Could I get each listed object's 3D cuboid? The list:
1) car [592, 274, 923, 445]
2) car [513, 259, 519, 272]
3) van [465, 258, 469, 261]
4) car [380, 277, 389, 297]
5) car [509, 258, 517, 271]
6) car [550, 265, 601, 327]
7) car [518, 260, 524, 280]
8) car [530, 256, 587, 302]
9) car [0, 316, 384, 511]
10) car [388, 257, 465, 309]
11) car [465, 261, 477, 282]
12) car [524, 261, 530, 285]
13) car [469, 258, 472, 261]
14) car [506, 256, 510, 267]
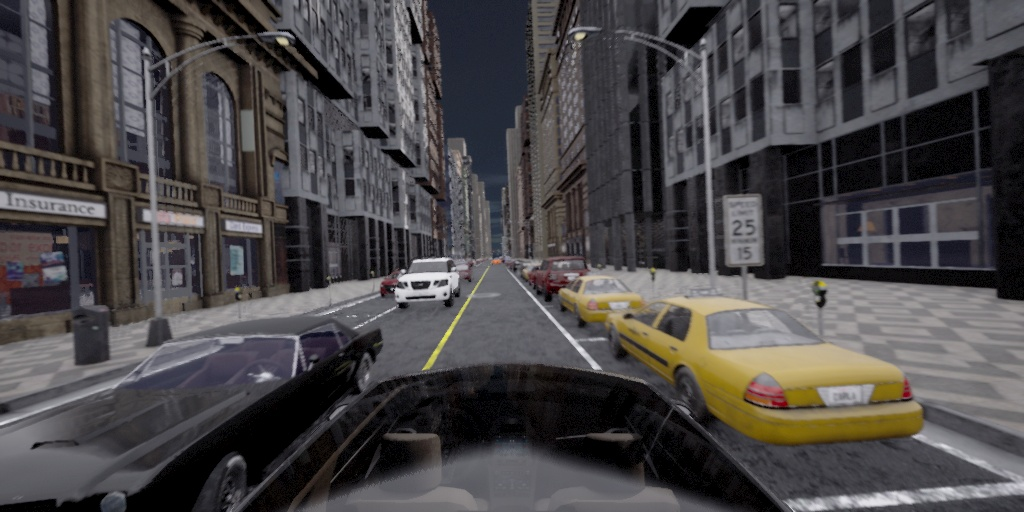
[{"bbox_3d":[2.767,1.148,5.364,1.751,1.417,4.829,0,0,-3],"label":"car"},{"bbox_3d":[1.490,1.190,33.174,2.007,1.370,4.403,0,0,-3],"label":"car"},{"bbox_3d":[-8.044,1.370,55.151,1.690,1.789,3.998,0,0,-3],"label":"van"},{"bbox_3d":[-6.503,1.550,21.574,1.888,1.381,4.507,0,0,-3],"label":"car"},{"bbox_3d":[0.977,1.213,44.365,1.948,1.339,4.313,0,0,-3],"label":"car"},{"bbox_3d":[2.510,1.152,10.960,1.751,1.417,4.829,0,0,-3],"label":"car"},{"bbox_3d":[1.739,1.161,27.748,1.751,1.417,4.829,0,0,-3],"label":"car"},{"bbox_3d":[2.261,0.944,16.386,2.192,1.841,5.009,0,0,-3],"label":"car"},{"bbox_3d":[-3.040,1.479,4.045,1.895,1.301,4.718,-3,0,-4],"label":"car"},{"bbox_3d":[-3.652,1.110,16.490,2.150,2.045,5.566,-3,0,-3],"label":"car"},{"bbox_3d":[-4.231,1.420,30.032,1.812,1.442,4.674,-3,1,-1],"label":"car"},{"bbox_3d":[2.004,1.178,21.982,1.888,1.381,4.507,0,0,-3],"label":"car"},{"bbox_3d":[-8.293,1.559,60.577,1.751,1.417,4.829,0,0,-3],"label":"car"},{"bbox_3d":[0.463,1.096,55.557,1.967,1.591,4.097,0,0,-3],"label":"car"}]
